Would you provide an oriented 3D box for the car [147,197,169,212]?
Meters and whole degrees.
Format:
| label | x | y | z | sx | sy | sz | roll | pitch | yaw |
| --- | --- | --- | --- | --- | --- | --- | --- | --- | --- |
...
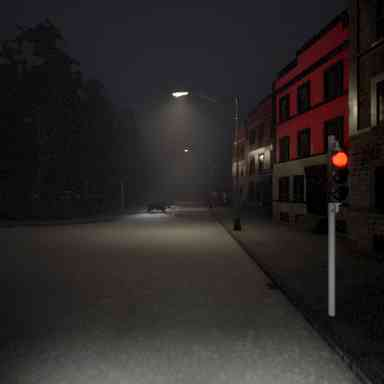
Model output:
| label | x | y | z | sx | sy | sz | roll | pitch | yaw |
| --- | --- | --- | --- | --- | --- | --- | --- | --- | --- |
| car | -4.049 | 1.601 | 38.689 | 1.895 | 1.301 | 4.718 | 0 | 0 | 0 |

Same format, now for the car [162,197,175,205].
| label | x | y | z | sx | sy | sz | roll | pitch | yaw |
| --- | --- | --- | --- | --- | --- | --- | --- | --- | --- |
| car | -3.996 | 1.601 | 58.083 | 1.895 | 1.301 | 4.718 | 0 | 0 | 0 |

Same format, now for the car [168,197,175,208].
| label | x | y | z | sx | sy | sz | roll | pitch | yaw |
| --- | --- | --- | --- | --- | --- | --- | --- | --- | --- |
| car | -4.032 | 1.491 | 48.067 | 2.128 | 1.511 | 4.902 | 0 | 0 | 0 |
